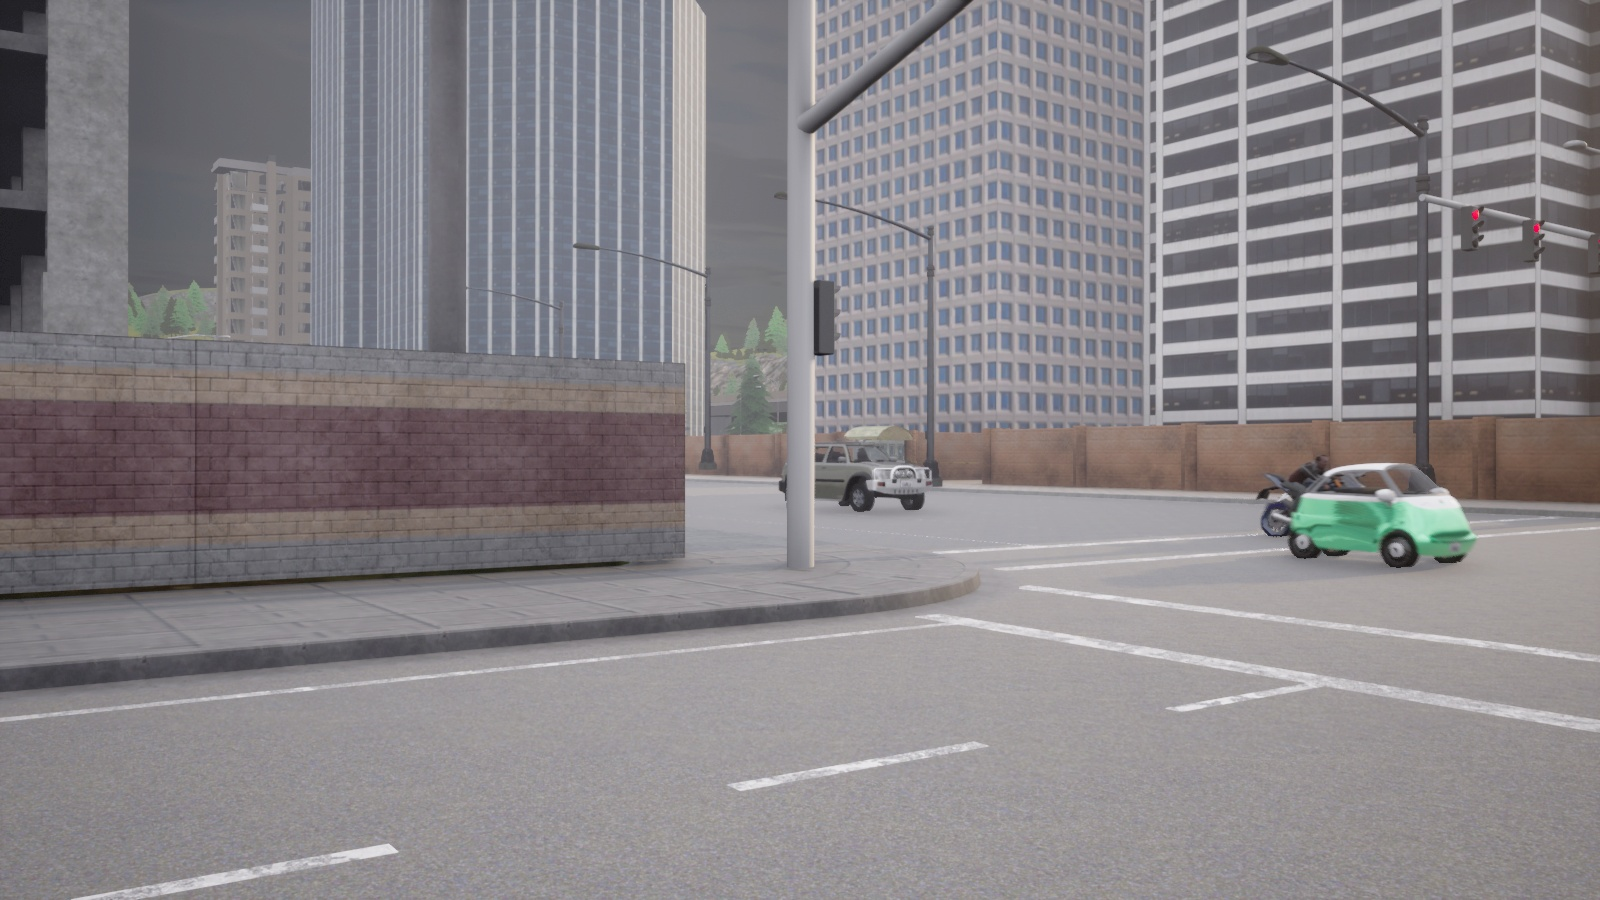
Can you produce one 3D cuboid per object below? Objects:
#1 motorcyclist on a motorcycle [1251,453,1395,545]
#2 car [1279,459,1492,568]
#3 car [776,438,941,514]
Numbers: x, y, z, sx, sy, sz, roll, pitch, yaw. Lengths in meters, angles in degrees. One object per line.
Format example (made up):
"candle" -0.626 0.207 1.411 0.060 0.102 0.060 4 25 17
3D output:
"motorcyclist on a motorcycle" 9.079 0.813 21.871 0.866 1.530 2.191 0 0 -35
"car" 8.005 0.824 17.258 1.481 1.376 2.207 0 -1 -35
"car" 1.443 0.638 32.968 1.932 1.855 4.605 0 0 -35
